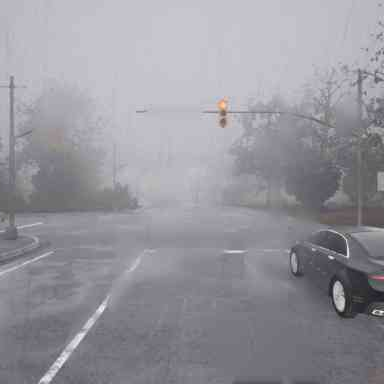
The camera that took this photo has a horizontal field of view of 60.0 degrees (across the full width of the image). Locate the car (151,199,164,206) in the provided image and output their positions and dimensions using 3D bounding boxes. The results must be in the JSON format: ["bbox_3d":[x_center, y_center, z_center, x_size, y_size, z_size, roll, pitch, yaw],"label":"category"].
[{"bbox_3d":[-7.274,2.113,69.139,2.033,1.411,5.357,0,-1,-13],"label":"car"}]

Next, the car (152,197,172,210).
[{"bbox_3d":[-4.067,1.440,44.442,2.097,1.767,4.553,0,-1,-4],"label":"car"}]

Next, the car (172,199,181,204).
[{"bbox_3d":[-4.376,2.432,83.133,1.895,1.301,4.718,0,-1,-22],"label":"car"}]

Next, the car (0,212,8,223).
[{"bbox_3d":[-15.476,1.675,23.002,4.718,1.301,1.895,-1,0,-3],"label":"car"}]

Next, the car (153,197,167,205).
[{"bbox_3d":[-8.062,2.218,82.959,2.097,1.767,4.553,0,-1,-25],"label":"car"}]

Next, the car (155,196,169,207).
[{"bbox_3d":[-4.988,1.607,55.221,2.097,1.767,4.553,0,-1,-7],"label":"car"}]

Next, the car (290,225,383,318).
[{"bbox_3d":[3.598,1.505,7.400,1.837,1.490,4.892,0,0,1],"label":"car"}]
